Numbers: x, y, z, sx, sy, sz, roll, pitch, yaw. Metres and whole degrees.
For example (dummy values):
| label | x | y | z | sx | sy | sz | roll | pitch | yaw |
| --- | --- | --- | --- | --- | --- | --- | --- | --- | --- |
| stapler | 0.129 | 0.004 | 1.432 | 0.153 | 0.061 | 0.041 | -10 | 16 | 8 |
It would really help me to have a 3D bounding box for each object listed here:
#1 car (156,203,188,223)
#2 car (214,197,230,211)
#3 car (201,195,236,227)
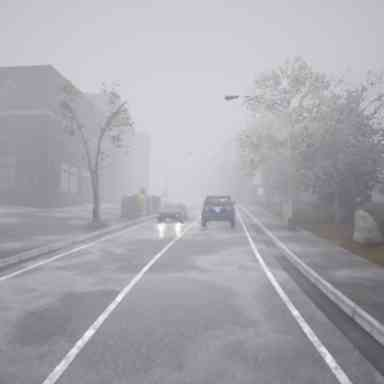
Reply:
| label | x | y | z | sx | sy | sz | roll | pitch | yaw |
| --- | --- | --- | --- | --- | --- | --- | --- | --- | --- |
| car | -1.425 | 1.577 | 26.475 | 2.033 | 1.411 | 5.357 | 0 | 0 | 6 |
| car | 3.802 | 1.492 | 41.447 | 1.882 | 1.535 | 5.008 | 0 | 0 | 6 |
| car | 1.856 | 1.224 | 23.131 | 2.150 | 2.045 | 5.566 | 0 | 0 | 6 |
